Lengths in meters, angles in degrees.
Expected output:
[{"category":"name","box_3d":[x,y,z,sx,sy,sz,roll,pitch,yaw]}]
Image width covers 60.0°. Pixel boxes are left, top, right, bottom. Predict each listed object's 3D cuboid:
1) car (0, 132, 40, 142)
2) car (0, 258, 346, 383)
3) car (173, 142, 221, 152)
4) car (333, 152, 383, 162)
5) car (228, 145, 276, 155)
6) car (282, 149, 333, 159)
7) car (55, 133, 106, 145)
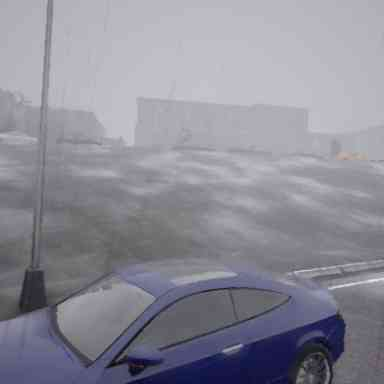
[{"category":"car","box_3d":[-15.839,-4.736,30.758,4.674,1.452,2.002,2,-1,-7]},{"category":"car","box_3d":[-0.342,1.505,3.428,4.674,1.442,1.812,0,0,-32]},{"category":"car","box_3d":[0.476,-4.104,32.630,4.892,1.521,2.231,2,-1,-7]},{"category":"car","box_3d":[16.921,-3.339,34.870,5.008,1.535,2.097,3,-1,-9]},{"category":"car","box_3d":[5.954,-3.865,33.267,4.892,1.521,2.231,3,-1,-7]},{"category":"car","box_3d":[11.445,-3.565,34.008,4.674,1.452,2.002,3,-1,-8]},{"category":"car","box_3d":[-10.380,-4.678,31.387,4.553,1.767,2.185,2,-1,-7]}]
